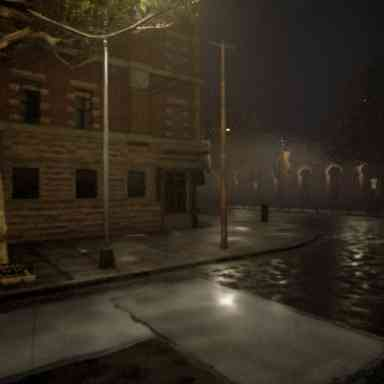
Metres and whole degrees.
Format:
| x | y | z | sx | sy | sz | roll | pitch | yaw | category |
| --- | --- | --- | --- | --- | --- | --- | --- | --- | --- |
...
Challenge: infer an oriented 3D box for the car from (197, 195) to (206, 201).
| x | y | z | sx | sy | sz | roll | pitch | yaw | category |
| --- | --- | --- | --- | --- | --- | --- | --- | --- | --- |
| 0.761 | 1.343 | 68.825 | 1.895 | 1.301 | 4.718 | -1 | 0 | -36 | car |
